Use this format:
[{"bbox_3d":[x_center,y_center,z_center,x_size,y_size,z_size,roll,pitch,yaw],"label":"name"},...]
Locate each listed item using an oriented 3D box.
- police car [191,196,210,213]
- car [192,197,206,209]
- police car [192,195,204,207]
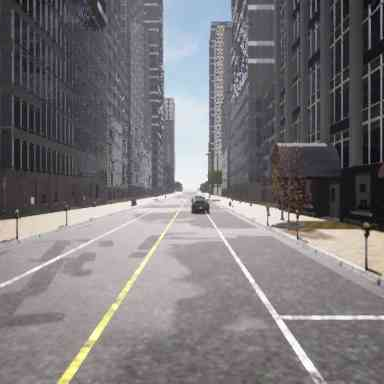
[{"bbox_3d":[0.900,1.398,36.595,1.930,1.638,5.238,0,0,0],"label":"police car"},{"bbox_3d":[0.899,1.504,46.486,1.837,1.490,4.892,0,0,0],"label":"car"},{"bbox_3d":[0.900,1.397,52.596,1.930,1.638,5.238,0,0,0],"label":"police car"}]
